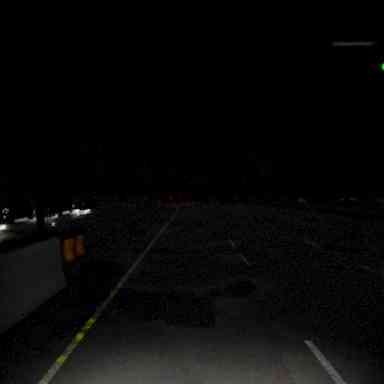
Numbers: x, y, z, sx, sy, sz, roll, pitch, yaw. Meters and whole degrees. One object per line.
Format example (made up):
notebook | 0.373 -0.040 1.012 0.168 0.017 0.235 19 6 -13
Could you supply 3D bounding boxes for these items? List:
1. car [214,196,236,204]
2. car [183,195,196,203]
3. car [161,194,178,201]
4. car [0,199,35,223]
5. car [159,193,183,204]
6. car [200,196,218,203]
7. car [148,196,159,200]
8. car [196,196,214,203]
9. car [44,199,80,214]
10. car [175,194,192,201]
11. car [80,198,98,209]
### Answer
car | 6.887 1.585 65.675 2.033 1.411 5.357 0 0 -18
car | -1.341 1.560 68.366 1.812 1.442 4.674 0 0 -22
car | -5.224 1.353 77.602 1.882 1.535 5.008 0 0 -30
car | -14.087 1.364 25.676 2.097 1.767 4.553 0 0 0
car | -4.283 1.259 66.229 2.150 2.045 5.566 0 0 -22
car | 3.765 1.567 74.687 1.812 1.442 4.674 0 0 -26
car | -8.387 1.470 76.099 1.895 1.301 4.718 0 0 -30
car | 1.974 1.574 69.492 2.033 1.411 5.357 0 0 -22
car | -14.042 1.509 35.065 2.128 1.511 4.902 0 0 1
car | -2.076 1.353 79.132 1.882 1.535 5.008 0 0 -30
car | -14.219 1.516 45.374 2.128 1.511 4.902 0 0 -3
